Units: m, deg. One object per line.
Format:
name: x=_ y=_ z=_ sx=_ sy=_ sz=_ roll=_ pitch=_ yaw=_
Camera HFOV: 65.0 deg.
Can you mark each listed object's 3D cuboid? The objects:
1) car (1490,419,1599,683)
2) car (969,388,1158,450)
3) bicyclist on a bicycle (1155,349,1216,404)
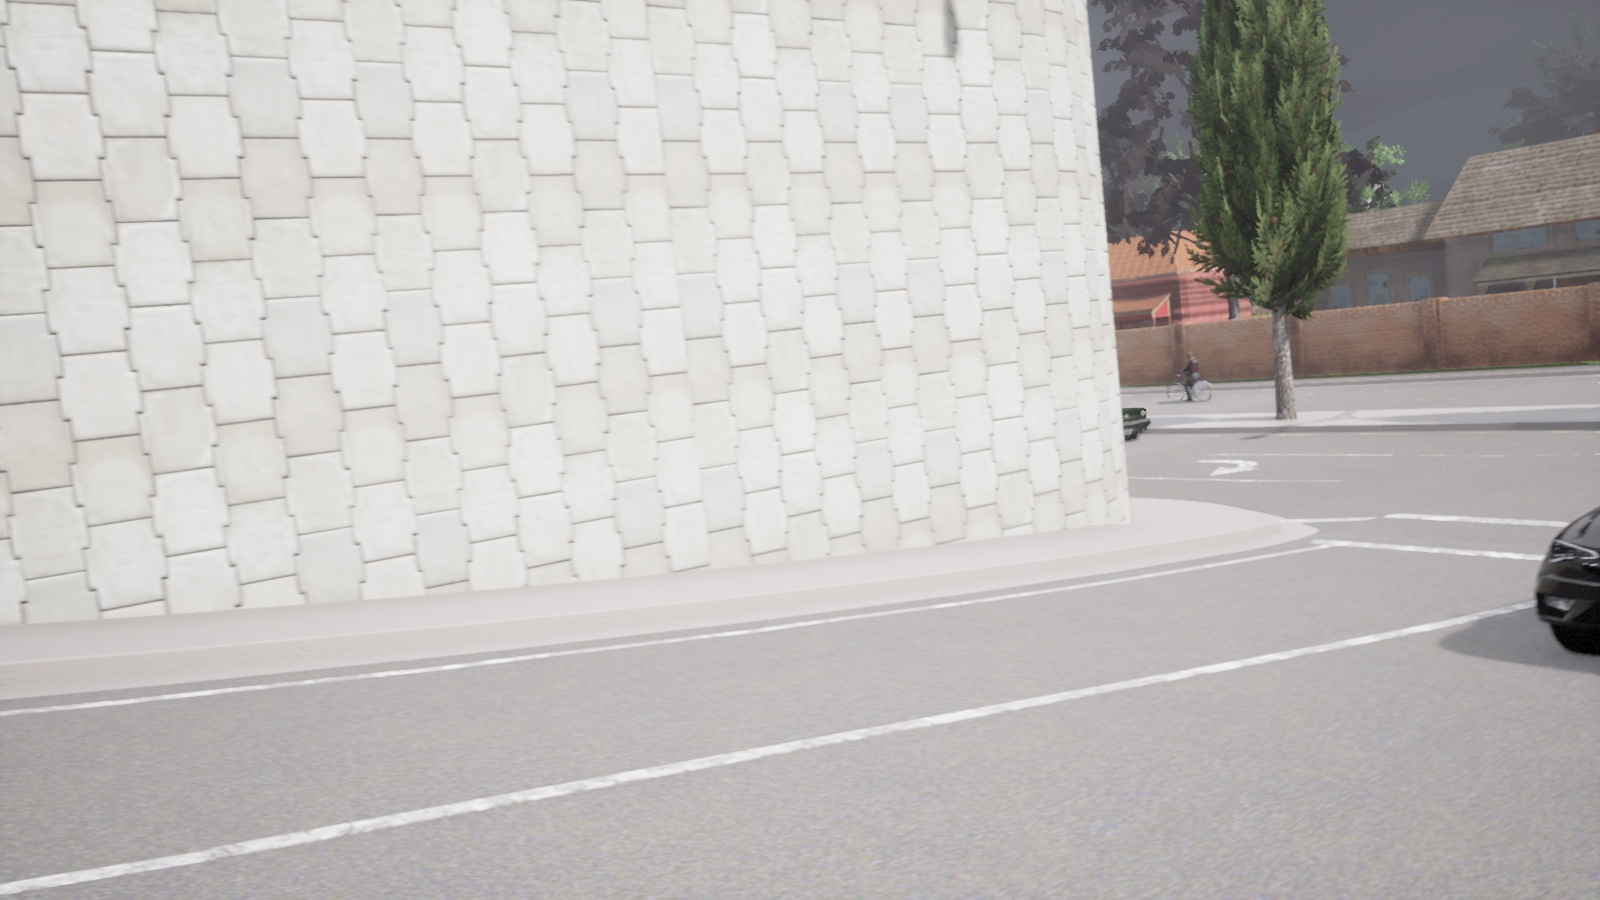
car: x=6.402 y=0.497 z=8.102 sx=4.193 sy=1.474 sz=1.816 roll=-3 pitch=1 yaw=-37
car: x=6.871 y=-0.787 z=33.211 sx=1.895 sy=1.301 sz=4.718 roll=-9 pitch=5 yaw=-36
bicyclist on a bicycle: x=13.376 y=-2.547 z=43.594 sx=0.659 sy=1.776 sz=1.843 roll=-9 pitch=6 yaw=-36
